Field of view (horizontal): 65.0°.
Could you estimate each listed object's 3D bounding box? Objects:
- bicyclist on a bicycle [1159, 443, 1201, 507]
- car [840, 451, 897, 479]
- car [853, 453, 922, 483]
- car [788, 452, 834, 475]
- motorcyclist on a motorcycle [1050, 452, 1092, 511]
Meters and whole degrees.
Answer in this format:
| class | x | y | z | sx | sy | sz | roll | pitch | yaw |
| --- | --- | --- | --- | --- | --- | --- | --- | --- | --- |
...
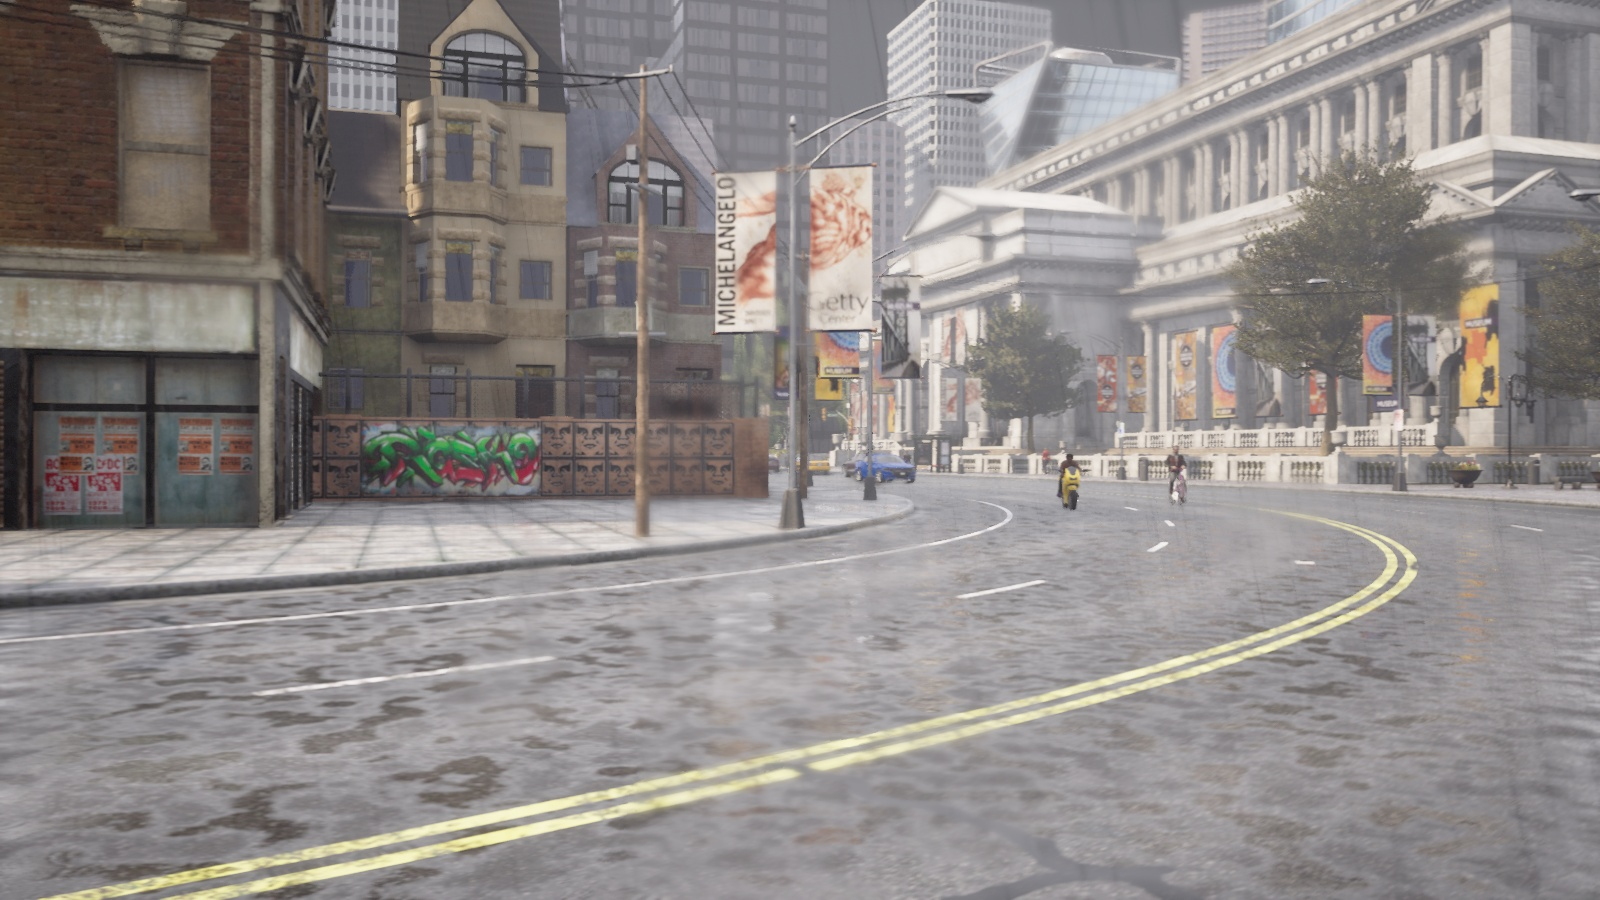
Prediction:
| class | x | y | z | sx | sy | sz | roll | pitch | yaw |
| --- | --- | --- | --- | --- | --- | --- | --- | --- | --- |
| bicyclist on a bicycle | 10.841 | 0.700 | 35.861 | 0.659 | 1.776 | 1.843 | 0 | 0 | 1 |
| car | 4.227 | 0.909 | 78.399 | 2.033 | 1.649 | 4.856 | 0 | 0 | -17 |
| car | 4.511 | 0.916 | 65.544 | 1.882 | 1.535 | 5.008 | 0 | 0 | -17 |
| car | 0.752 | 0.963 | 89.728 | 1.801 | 1.575 | 5.366 | 0 | 0 | -17 |
| motorcyclist on a motorcycle | 7.247 | 0.814 | 33.668 | 0.797 | 1.523 | 2.044 | -1 | 0 | 4 |
